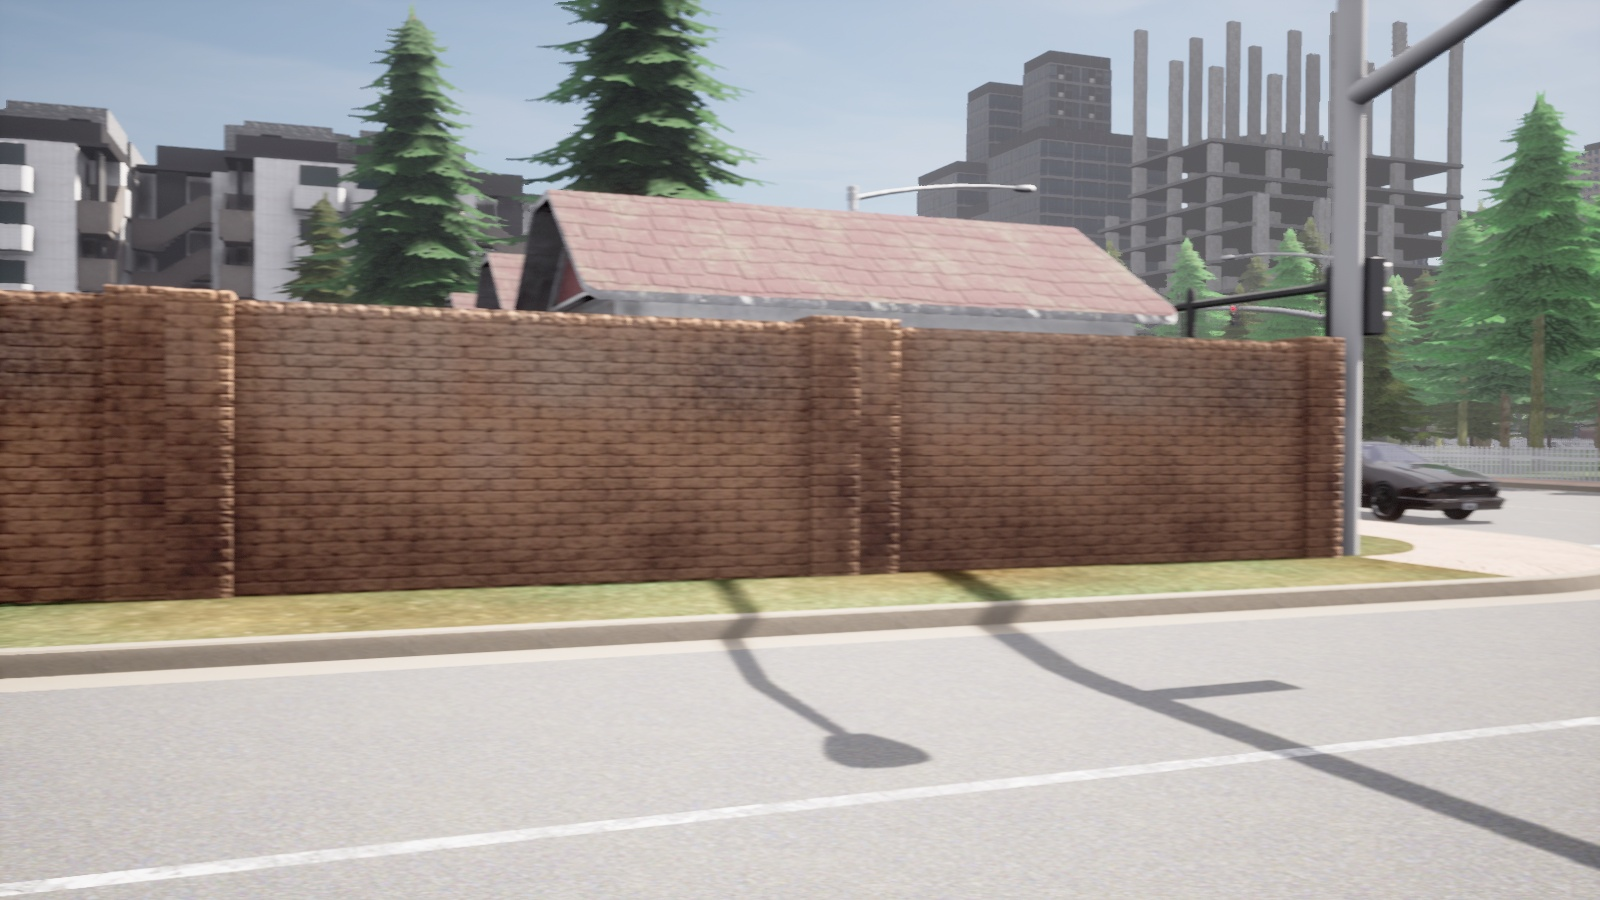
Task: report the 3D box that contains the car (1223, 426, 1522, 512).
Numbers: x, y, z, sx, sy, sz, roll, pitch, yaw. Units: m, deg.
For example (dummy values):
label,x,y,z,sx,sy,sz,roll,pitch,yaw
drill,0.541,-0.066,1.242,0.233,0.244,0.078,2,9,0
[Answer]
label,x,y,z,sx,sy,sz,roll,pitch,yaw
car,10.599,0.281,23.817,2.033,1.411,5.357,-1,1,-19
